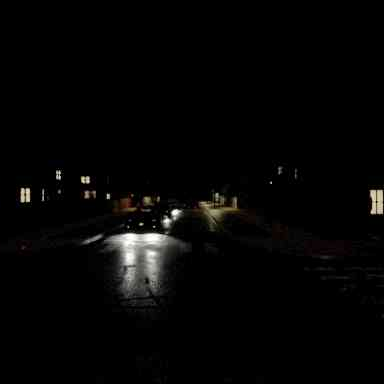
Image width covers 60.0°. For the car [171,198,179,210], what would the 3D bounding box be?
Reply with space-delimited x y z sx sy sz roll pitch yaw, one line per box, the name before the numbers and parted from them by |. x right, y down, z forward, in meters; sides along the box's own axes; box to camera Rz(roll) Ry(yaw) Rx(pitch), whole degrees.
car | -2.820 1.653 46.069 2.128 1.511 4.902 0 0 0

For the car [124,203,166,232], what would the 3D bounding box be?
car | -2.857 1.613 20.400 1.994 1.385 4.181 0 0 -1

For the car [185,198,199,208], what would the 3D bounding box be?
car | 0.003 1.668 51.318 1.882 1.535 5.008 0 0 0

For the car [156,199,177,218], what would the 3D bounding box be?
car | -2.844 1.635 31.616 2.033 1.411 5.357 0 0 0

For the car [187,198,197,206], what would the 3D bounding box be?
car | 0.004 1.791 61.736 1.812 1.442 4.674 0 0 0
